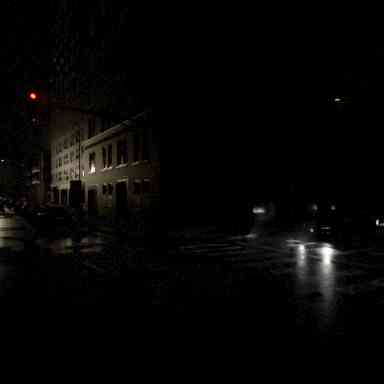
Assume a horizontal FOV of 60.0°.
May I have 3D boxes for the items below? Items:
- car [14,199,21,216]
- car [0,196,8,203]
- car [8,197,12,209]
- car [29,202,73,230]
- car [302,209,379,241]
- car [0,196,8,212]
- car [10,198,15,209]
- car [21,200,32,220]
[{"bbox_3d":[-14.709,1.553,30.379,2.008,1.369,4.403,1,0,-32],"label":"car"},{"bbox_3d":[-41.315,1.559,72.449,1.947,1.339,4.313,1,0,-32],"label":"car"},{"bbox_3d":[-23.578,1.567,44.403,1.947,1.339,4.313,1,0,-32],"label":"car"},{"bbox_3d":[-8.797,1.568,21.031,1.947,1.339,4.313,1,0,-32],"label":"car"},{"bbox_3d":[7.930,1.668,17.625,4.892,1.490,1.837,0,-1,-33],"label":"car"},{"bbox_3d":[-22.215,1.527,37.454,1.812,1.442,4.674,0,0,-32],"label":"car"},{"bbox_3d":[-17.665,1.547,35.054,1.887,1.381,4.507,1,0,-32],"label":"car"},{"bbox_3d":[-11.753,1.547,25.705,1.887,1.381,4.507,1,0,-32],"label":"car"}]
